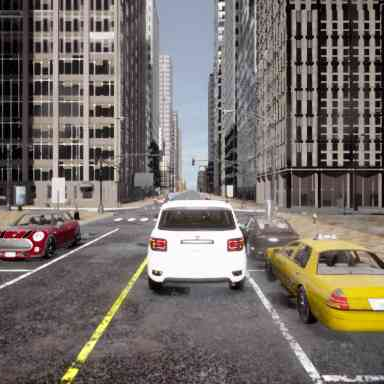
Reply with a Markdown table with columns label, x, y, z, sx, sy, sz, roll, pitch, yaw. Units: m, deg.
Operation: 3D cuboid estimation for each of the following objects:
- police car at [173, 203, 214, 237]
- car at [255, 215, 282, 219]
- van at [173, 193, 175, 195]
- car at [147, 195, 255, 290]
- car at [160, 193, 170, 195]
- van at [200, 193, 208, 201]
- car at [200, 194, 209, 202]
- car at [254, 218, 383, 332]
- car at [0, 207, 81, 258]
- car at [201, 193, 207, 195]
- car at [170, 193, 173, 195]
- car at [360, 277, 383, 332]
| label | x | y | z | sx | sy | sz | roll | pitch | yaw |
| --- | --- | --- | --- | --- | --- | --- | --- | --- | --- |
| police car | 0.111 | 1.497 | 19.132 | 2.038 | 1.542 | 4.974 | 0 | 0 | 1 |
| car | 2.702 | 1.548 | 12.425 | 2.008 | 1.369 | 4.403 | 0 | 0 | 0 |
| van | -5.622 | 1.225 | 84.433 | 1.690 | 1.788 | 3.998 | 0 | 0 | 0 |
| car | 0.107 | 1.220 | 9.212 | 2.150 | 2.045 | 5.566 | 0 | 0 | 0 |
| car | -5.736 | 1.380 | 61.693 | 1.967 | 1.590 | 4.097 | 0 | 0 | 0 |
| van | 2.753 | 1.239 | 78.738 | 1.690 | 1.788 | 3.998 | 0 | 0 | 0 |
| car | 2.748 | 1.353 | 73.053 | 1.967 | 1.590 | 4.097 | 0 | 0 | 0 |
| car | 2.697 | 1.525 | 6.927 | 1.752 | 1.417 | 4.829 | 0 | 0 | 0 |
| car | -5.678 | 1.437 | 12.430 | 1.967 | 1.590 | 4.097 | 0 | 0 | 0 |
| car | 2.836 | 1.380 | 61.685 | 1.967 | 1.590 | 4.097 | 0 | 0 | 0 |
| car | -5.665 | 1.242 | 67.378 | 2.192 | 1.841 | 5.009 | 0 | 0 | 0 |
| car | 2.693 | 1.551 | 1.086 | 2.008 | 1.369 | 4.403 | 0 | 0 | 0 |
